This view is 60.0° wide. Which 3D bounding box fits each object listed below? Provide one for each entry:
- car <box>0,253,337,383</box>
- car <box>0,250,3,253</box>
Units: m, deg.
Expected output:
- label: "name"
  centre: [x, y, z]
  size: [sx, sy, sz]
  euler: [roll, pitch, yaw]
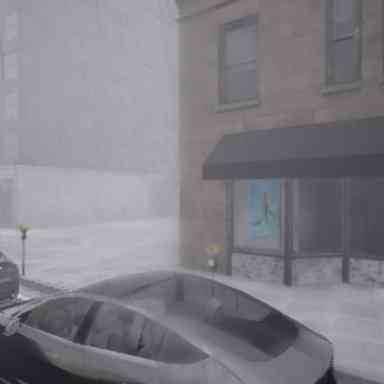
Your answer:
- label: "car"
  centre: [-0.729, 1.562, 3.601]
  size: [4.313, 1.339, 1.947]
  euler: [0, 0, 36]
- label: "car"
  centre: [-5.226, 1.537, 6.810]
  size: [4.403, 1.369, 2.008]
  euler: [0, 0, 36]
